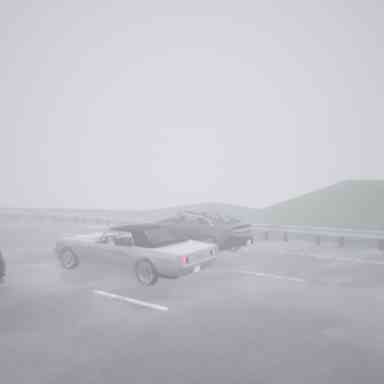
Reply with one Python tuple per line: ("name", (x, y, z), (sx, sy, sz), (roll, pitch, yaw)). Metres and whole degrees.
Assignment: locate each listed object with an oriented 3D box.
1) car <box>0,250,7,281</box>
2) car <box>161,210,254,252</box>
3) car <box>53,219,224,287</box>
("car", (-6.441, 1.521, 8.089), (4.181, 1.385, 1.994), (0, 0, 32))
("car", (-0.132, 1.443, 12.365), (4.902, 1.511, 2.128), (0, 0, 34))
("car", (-1.727, 1.562, 9.257), (4.718, 1.301, 1.895), (0, 0, 33))
